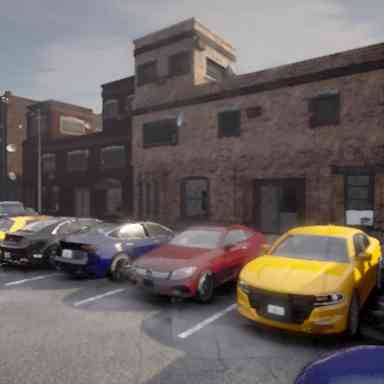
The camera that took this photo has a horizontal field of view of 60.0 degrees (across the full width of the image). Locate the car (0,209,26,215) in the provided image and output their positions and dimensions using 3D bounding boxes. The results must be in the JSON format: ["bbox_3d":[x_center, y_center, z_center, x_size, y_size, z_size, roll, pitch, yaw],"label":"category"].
[{"bbox_3d":[-6.175,1.626,13.568,1.946,1.575,5.366,-1,-1,35],"label":"car"}]

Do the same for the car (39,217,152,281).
[{"bbox_3d":[-1.772,1.591,10.244,2.163,1.488,4.792,-1,0,35],"label":"car"}]

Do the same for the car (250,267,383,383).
[{"bbox_3d":[2.761,1.509,1.411,4.674,1.442,1.812,-1,0,35],"label":"car"}]

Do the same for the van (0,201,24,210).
[{"bbox_3d":[-10.745,1.474,16.449,1.878,1.987,4.442,-1,-1,35],"label":"van"}]

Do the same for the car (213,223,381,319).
[{"bbox_3d":[2.706,1.499,7.028,2.097,1.535,5.008,-1,0,35],"label":"car"}]

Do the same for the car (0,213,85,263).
[{"bbox_3d":[-4.041,1.596,11.814,2.231,1.521,4.892,-1,-1,35],"label":"car"}]

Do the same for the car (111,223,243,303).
[{"bbox_3d":[0.458,1.570,8.624,2.002,1.452,4.674,-1,0,35],"label":"car"}]
